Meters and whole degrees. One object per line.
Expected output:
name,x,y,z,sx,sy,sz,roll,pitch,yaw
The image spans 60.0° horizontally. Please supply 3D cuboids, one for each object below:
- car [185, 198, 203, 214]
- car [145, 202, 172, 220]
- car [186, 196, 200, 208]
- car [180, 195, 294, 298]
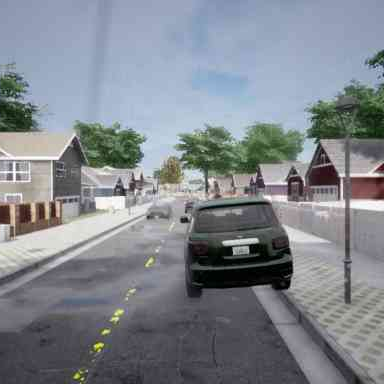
car,0.189,1.461,36.234,1.837,1.490,4.892,0,0,0
car,-2.658,1.518,27.926,2.033,1.411,5.357,0,0,0
car,0.182,1.416,46.601,1.882,1.535,5.008,0,0,1
car,0.902,1.143,8.673,2.150,2.045,5.566,-5,0,0
